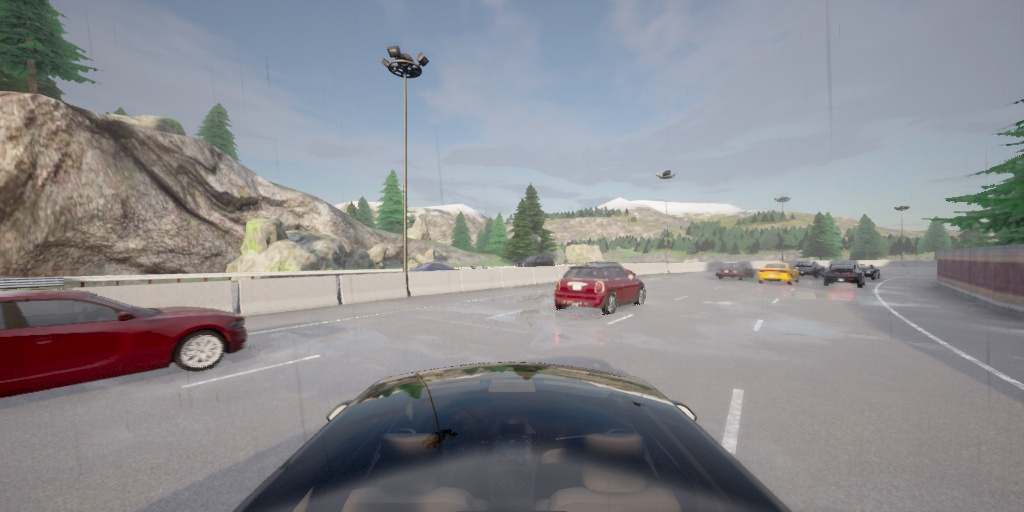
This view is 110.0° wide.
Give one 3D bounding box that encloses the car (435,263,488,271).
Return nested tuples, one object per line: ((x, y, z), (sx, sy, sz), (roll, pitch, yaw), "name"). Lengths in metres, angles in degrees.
((-3.316, 1.351, 27.989), (1.895, 1.301, 4.718), (0, 0, 41), "car")

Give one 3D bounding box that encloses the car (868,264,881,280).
((30.344, 1.351, 31.028), (4.718, 1.301, 1.895), (0, 0, -39), "car")

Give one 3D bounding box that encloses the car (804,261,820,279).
((27.584, 1.241, 33.275), (4.902, 1.511, 2.128), (0, 0, -39), "car")

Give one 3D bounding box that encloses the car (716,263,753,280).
((19.358, 1.297, 30.924), (5.357, 1.411, 2.033), (0, 0, -42), "car")

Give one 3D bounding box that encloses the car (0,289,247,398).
((-6.972, 1.228, 5.314), (1.882, 1.535, 5.008), (0, 0, 33), "car")

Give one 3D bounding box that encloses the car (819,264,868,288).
((22.427, 1.255, 24.169), (4.892, 1.490, 1.837), (0, 0, -43), "car")

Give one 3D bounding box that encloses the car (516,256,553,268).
((2.956, 0.972, 44.593), (5.566, 2.045, 2.150), (0, 0, -43), "car")

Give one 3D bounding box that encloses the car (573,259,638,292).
((5.924, 1.101, 22.262), (2.097, 1.767, 4.553), (0, 0, 41), "car")

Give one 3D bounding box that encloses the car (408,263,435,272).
((-6.752, 1.275, 29.301), (1.812, 1.442, 4.674), (0, 0, 41), "car")

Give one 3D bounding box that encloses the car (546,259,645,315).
((3.531, 1.102, 13.958), (2.097, 1.767, 4.553), (0, 0, 38), "car")

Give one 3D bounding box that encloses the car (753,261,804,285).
((19.667, 1.228, 26.372), (5.008, 1.535, 1.882), (0, 0, -44), "car")
